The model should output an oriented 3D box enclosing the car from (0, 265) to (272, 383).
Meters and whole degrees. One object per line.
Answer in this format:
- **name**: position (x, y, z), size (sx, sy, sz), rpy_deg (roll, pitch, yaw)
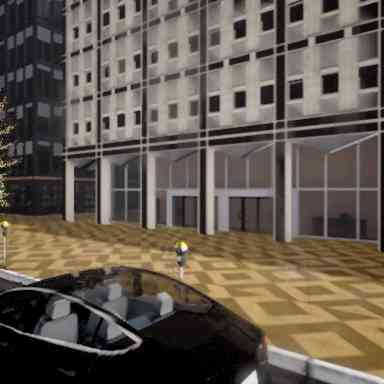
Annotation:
- **car**: position (-1.266, 1.544, 3.775), size (4.313, 1.339, 1.947), rpy_deg (0, 0, 35)
